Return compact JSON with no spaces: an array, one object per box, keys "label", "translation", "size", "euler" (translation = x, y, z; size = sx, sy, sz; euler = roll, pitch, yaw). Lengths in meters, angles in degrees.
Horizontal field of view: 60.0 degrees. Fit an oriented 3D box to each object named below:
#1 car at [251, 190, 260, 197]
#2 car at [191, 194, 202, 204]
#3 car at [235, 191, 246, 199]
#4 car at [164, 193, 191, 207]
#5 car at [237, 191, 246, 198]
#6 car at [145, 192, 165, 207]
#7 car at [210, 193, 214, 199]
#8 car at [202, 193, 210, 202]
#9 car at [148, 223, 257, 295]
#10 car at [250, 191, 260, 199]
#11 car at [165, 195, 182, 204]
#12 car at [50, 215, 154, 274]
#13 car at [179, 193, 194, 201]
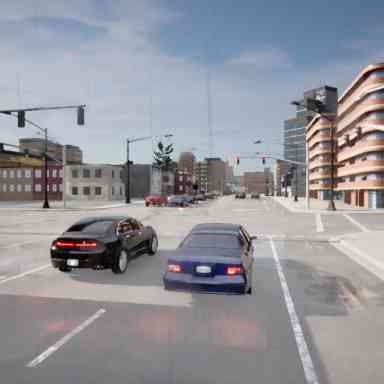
[{"label":"car","translation":[16.320,0.464,85.594],"size":[2.097,1.767,4.553],"euler":[0,1,11]},{"label":"car","translation":[-0.204,1.235,56.341],"size":[2.128,1.511,4.902],"euler":[0,1,11]},{"label":"car","translation":[11.072,0.901,77.014],"size":[1.994,1.385,4.181],"euler":[0,1,11]},{"label":"car","translation":[-1.961,1.222,47.430],"size":[2.097,1.767,4.553],"euler":[0,1,11]},{"label":"car","translation":[12.964,0.552,86.667],"size":[2.097,1.767,4.553],"euler":[0,1,11]},{"label":"car","translation":[-5.169,1.080,49.305],"size":[2.150,2.045,5.566],"euler":[0,1,11]},{"label":"car","translation":[3.786,0.862,76.232],"size":[1.882,1.535,5.008],"euler":[0,1,11]},{"label":"car","translation":[1.747,1.119,65.991],"size":[2.033,1.411,5.357],"euler":[0,1,12]},{"label":"car","translation":[0.705,1.547,8.902],"size":[2.033,1.411,5.357],"euler":[0,0,11]},{"label":"car","translation":[14.320,0.880,75.389],"size":[2.128,1.511,4.902],"euler":[0,1,11]},{"label":"car","translation":[-3.270,1.238,58.863],"size":[1.812,1.442,4.674],"euler":[0,1,12]},{"label":"car","translation":[-2.513,1.505,10.645],"size":[1.837,1.490,4.892],"euler":[0,0,11]},{"label":"car","translation":[-1.152,1.073,69.237],"size":[2.033,1.411,5.357],"euler":[0,1,11]}]
